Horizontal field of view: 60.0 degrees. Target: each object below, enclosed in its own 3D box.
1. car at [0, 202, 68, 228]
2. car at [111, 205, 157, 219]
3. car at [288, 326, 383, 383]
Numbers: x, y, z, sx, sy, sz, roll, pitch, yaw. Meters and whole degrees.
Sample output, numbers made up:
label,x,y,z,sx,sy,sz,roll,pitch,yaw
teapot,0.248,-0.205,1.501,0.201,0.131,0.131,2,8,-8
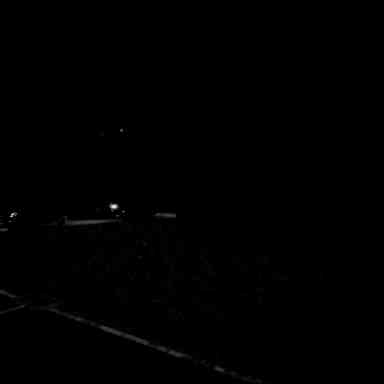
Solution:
label,x,y,z,sx,sy,sz,roll,pitch,yaw
car,-11.674,1.592,24.618,2.097,1.767,4.553,-1,-1,36
car,-5.694,1.925,32.874,1.895,1.301,4.718,-1,-1,36
car,2.703,1.307,0.928,5.009,1.841,2.192,0,-1,36
